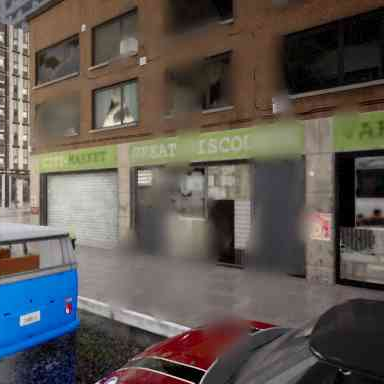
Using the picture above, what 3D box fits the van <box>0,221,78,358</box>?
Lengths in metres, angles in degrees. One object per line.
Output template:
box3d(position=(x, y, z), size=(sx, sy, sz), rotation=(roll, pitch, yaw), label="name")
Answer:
box3d(position=(-3.528, 1.343, 5.228), size=(3.998, 1.788, 1.690), rotation=(0, 0, 35), label="van")

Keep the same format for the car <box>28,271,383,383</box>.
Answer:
box3d(position=(1.112, 1.440, 1.933), size=(4.097, 1.590, 1.967), rotation=(0, 0, 35), label="car")
